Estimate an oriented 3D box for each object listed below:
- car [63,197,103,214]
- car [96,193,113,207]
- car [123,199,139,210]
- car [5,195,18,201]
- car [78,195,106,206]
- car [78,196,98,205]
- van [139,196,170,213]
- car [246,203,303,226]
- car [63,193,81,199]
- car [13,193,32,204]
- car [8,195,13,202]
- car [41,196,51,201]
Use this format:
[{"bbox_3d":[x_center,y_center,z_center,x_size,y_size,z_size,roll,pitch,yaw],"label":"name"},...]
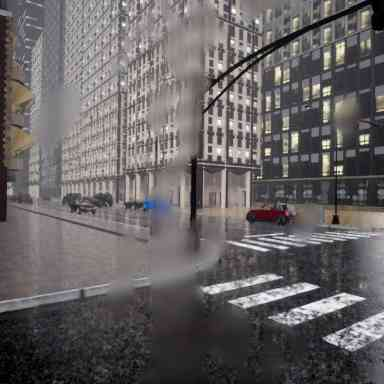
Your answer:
[{"bbox_3d":[-10.859,1.428,32.921,2.008,1.369,4.403,1,-1,-35],"label":"car"},{"bbox_3d":[-14.444,1.257,53.171,2.150,2.045,5.566,1,-1,-35],"label":"car"},{"bbox_3d":[-7.297,1.586,42.377,2.008,1.369,4.403,1,-1,-35],"label":"car"},{"bbox_3d":[-40.291,1.378,74.371,2.008,1.369,4.403,1,-1,-35],"label":"car"},{"bbox_3d":[-14.537,1.537,48.025,1.994,1.385,4.181,1,-1,-37],"label":"car"},{"bbox_3d":[-18.452,1.527,58.874,1.837,1.490,4.892,1,-1,-35],"label":"car"},{"bbox_3d":[-4.024,1.383,37.774,1.690,1.788,3.998,1,-1,-35],"label":"van"},{"bbox_3d":[5.786,1.506,23.956,1.967,1.590,4.097,1,-1,-35],"label":"car"},{"bbox_3d":[-19.998,1.183,55.629,2.150,2.045,5.566,1,-1,-35],"label":"car"},{"bbox_3d":[-30.477,1.156,60.557,2.192,1.841,5.009,1,-1,-35],"label":"car"},{"bbox_3d":[-37.021,1.397,69.766,1.947,1.339,4.313,1,-1,-35],"label":"car"},{"bbox_3d":[-36.731,1.572,83.827,1.802,1.307,4.206,1,-1,-35],"label":"car"}]
